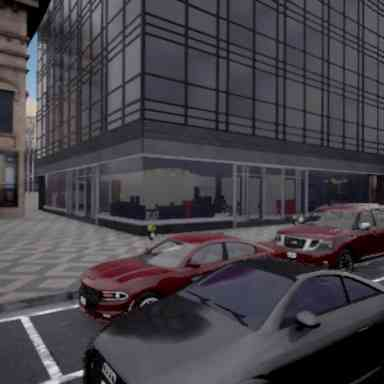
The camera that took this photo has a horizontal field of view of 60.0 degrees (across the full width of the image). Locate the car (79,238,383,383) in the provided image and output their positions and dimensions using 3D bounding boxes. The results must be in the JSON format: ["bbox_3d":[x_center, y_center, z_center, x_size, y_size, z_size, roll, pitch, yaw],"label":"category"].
[{"bbox_3d":[0.903,1.563,4.001,4.181,1.385,1.994,0,0,-35],"label":"car"}]

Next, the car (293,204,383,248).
[{"bbox_3d":[4.624,1.309,10.049,5.009,1.841,2.192,0,1,-35],"label":"car"}]

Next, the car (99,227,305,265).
[{"bbox_3d":[0.043,1.543,6.786,4.507,1.381,1.887,0,1,-35],"label":"car"}]
